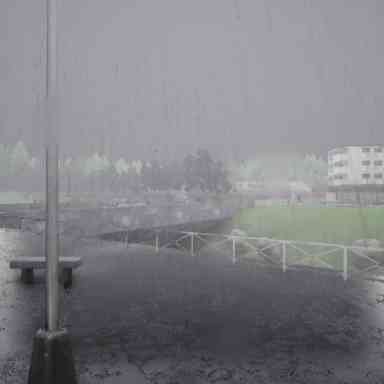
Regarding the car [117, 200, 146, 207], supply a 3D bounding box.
[{"bbox_3d":[-7.501,1.600,39.786,1.895,1.301,4.718,0,0,36],"label":"car"}]
